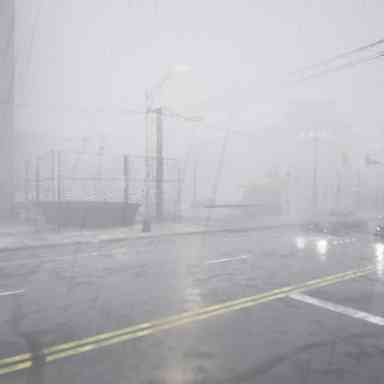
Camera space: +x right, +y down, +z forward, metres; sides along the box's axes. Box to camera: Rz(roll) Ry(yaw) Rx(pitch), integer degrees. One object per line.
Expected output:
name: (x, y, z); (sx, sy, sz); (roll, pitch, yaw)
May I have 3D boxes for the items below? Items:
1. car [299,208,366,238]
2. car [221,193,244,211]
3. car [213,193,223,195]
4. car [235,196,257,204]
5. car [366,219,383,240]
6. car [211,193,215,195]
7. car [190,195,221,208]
car: (7.717, 1.593, 18.094); (4.181, 1.385, 1.994); (0, 0, -35)
car: (6.154, 1.302, 39.594); (4.553, 1.767, 2.185); (0, 0, -36)
car: (7.249, 1.475, 66.801); (4.786, 1.482, 2.161); (0, 0, -36)
car: (10.154, 1.529, 62.657); (3.806, 1.475, 1.970); (0, 0, -36)
car: (10.962, 1.579, 16.117); (5.357, 1.411, 2.033); (0, 0, -35)
car: (5.050, 1.305, 69.522); (5.566, 2.045, 2.435); (0, 0, -36)
car: (1.677, 1.453, 45.733); (4.193, 1.474, 1.816); (0, 0, -36)
